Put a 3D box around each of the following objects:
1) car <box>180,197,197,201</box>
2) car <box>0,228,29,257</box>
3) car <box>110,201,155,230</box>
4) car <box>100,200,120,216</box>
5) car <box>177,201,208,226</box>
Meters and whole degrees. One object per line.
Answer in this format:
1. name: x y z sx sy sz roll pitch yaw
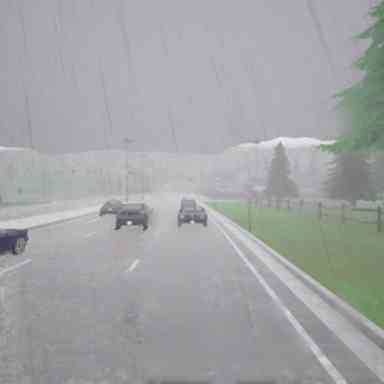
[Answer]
1. car: -0.450 1.359 40.242 2.128 1.511 4.902 0 0 -2
2. car: -6.903 1.567 10.108 1.895 1.301 4.718 0 0 0
3. car: -3.490 1.437 20.747 1.837 1.490 4.892 0 0 -1
4. car: -7.217 1.462 31.083 1.994 1.385 4.181 0 0 -1
5. car: -0.014 1.527 22.399 1.895 1.301 4.718 0 0 -1
